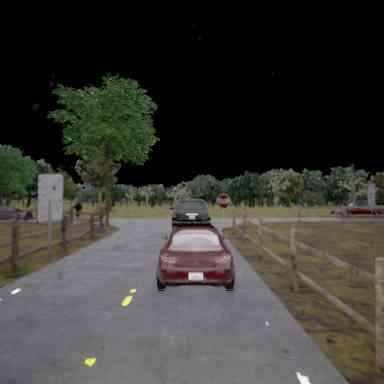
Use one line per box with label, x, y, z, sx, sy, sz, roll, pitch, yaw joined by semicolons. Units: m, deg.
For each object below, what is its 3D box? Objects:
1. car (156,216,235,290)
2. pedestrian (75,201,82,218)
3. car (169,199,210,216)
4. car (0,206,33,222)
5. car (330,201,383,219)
car;0.085;1.625;9.236;1.812;1.442;4.674;0;-1;0
pedestrian;-12.168;1.836;35.582;0.375;1.860;0.375;0;-2;0
car;-0.156;1.461;19.972;2.150;2.045;5.566;0;-1;-3
car;-16.435;1.915;29.591;4.181;1.385;1.994;0;-2;0
car;15.925;1.710;32.525;4.553;1.767;2.097;0;-2;1
